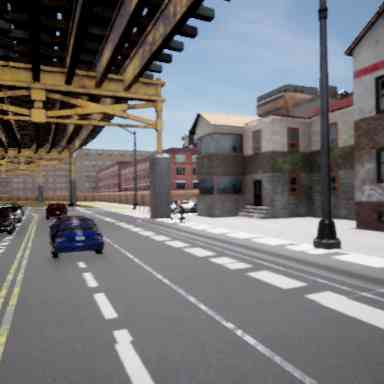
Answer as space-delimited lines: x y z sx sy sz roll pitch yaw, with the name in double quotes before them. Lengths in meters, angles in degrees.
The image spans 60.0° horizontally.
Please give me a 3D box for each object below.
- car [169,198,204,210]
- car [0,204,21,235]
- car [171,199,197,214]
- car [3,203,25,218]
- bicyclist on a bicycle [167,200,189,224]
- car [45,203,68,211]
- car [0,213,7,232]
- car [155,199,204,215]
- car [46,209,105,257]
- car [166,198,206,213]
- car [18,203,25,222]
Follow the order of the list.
"car" -0.582 1.393 39.247 1.853 1.218 4.536 -1 0 36
"car" -11.802 1.751 20.228 1.837 1.490 4.892 -1 0 -24
"car" -1.225 1.396 35.528 4.536 1.218 1.853 -1 0 6
"car" -19.743 1.981 36.904 1.994 1.385 4.181 -1 0 -30
"bicyclist on a bicycle" -0.937 1.371 22.823 1.656 1.620 0.582 -1 0 -24
"car" -13.334 1.777 32.752 1.882 1.535 5.008 -1 0 -25
"car" -7.785 1.705 11.197 2.033 1.411 5.357 -1 0 -24
"car" -1.274 1.554 35.533 4.974 1.542 2.038 -1 0 6
"car" -4.849 1.660 13.696 2.033 1.411 5.357 -1 0 -24
"car" -0.609 1.551 39.205 2.038 1.542 4.974 -1 0 36
"car" -15.638 1.855 28.611 1.812 1.442 4.674 -1 0 -25
